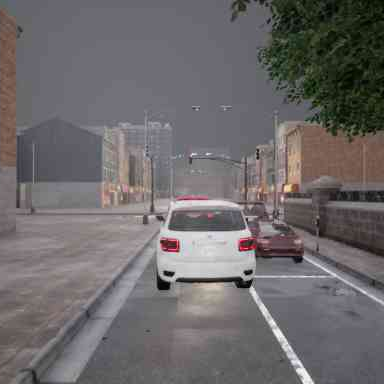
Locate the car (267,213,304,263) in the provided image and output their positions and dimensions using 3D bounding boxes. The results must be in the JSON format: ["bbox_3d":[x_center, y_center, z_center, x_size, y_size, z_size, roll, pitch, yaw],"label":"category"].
[{"bbox_3d":[2.636,1.588,11.723,1.802,1.307,4.206,1,0,0],"label":"car"}]

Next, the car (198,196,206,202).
[{"bbox_3d":[2.590,1.763,87.101,2.008,1.369,4.403,0,0,0],"label":"car"}]

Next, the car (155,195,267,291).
[{"bbox_3d":[0.173,1.226,9.236,2.150,2.045,5.566,0,0,-4],"label":"car"}]

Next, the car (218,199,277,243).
[{"bbox_3d":[2.636,1.326,17.172,2.192,1.841,5.009,1,0,0],"label":"car"}]

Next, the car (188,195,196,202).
[{"bbox_3d":[-0.052,1.552,83.791,2.097,1.767,4.553,0,0,0],"label":"car"}]

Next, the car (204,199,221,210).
[{"bbox_3d":[2.617,1.604,43.602,1.887,1.381,4.507,1,0,0],"label":"car"}]

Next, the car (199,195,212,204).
[{"bbox_3d":[2.605,1.439,65.352,2.192,1.841,5.009,1,0,0],"label":"car"}]
